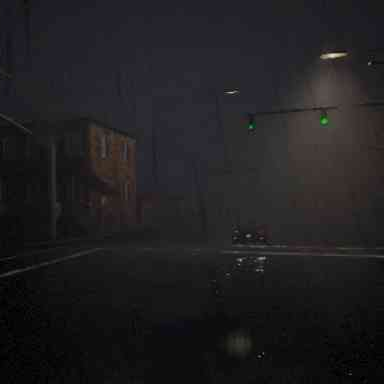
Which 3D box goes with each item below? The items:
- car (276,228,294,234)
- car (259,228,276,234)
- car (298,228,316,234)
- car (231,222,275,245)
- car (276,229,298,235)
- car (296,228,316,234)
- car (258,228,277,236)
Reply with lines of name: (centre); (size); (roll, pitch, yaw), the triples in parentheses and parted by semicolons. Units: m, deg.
car: (24.994, 10.502, 89.240); (4.536, 1.218, 1.853); (-1, -1, -20)
car: (20.502, 10.634, 90.571); (1.853, 1.218, 4.536); (-1, -1, -30)
car: (30.316, 10.518, 88.443); (2.038, 1.542, 4.974); (0, -2, -45)
car: (3.641, 2.499, 19.962); (1.994, 1.385, 4.181); (-2, -10, 17)
car: (24.949, 10.660, 89.218); (4.974, 1.542, 2.038); (-1, -1, -20)
car: (30.275, 10.362, 88.483); (1.853, 1.218, 4.536); (0, -2, -45)
car: (20.531, 10.790, 90.523); (2.038, 1.542, 4.974); (-1, -1, -30)
